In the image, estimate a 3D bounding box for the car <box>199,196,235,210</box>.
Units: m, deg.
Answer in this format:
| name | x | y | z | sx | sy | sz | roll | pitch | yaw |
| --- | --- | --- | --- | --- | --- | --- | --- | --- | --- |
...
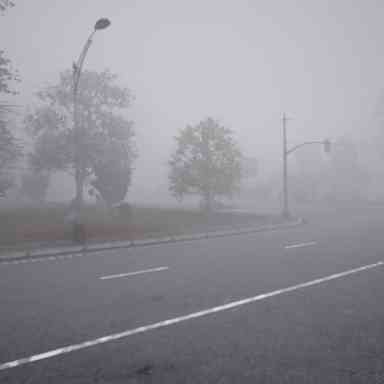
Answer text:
| name | x | y | z | sx | sy | sz | roll | pitch | yaw |
| --- | --- | --- | --- | --- | --- | --- | --- | --- | --- |
| car | 2.612 | 1.174 | 36.084 | 1.812 | 1.442 | 4.674 | -2 | 2 | -38 |
